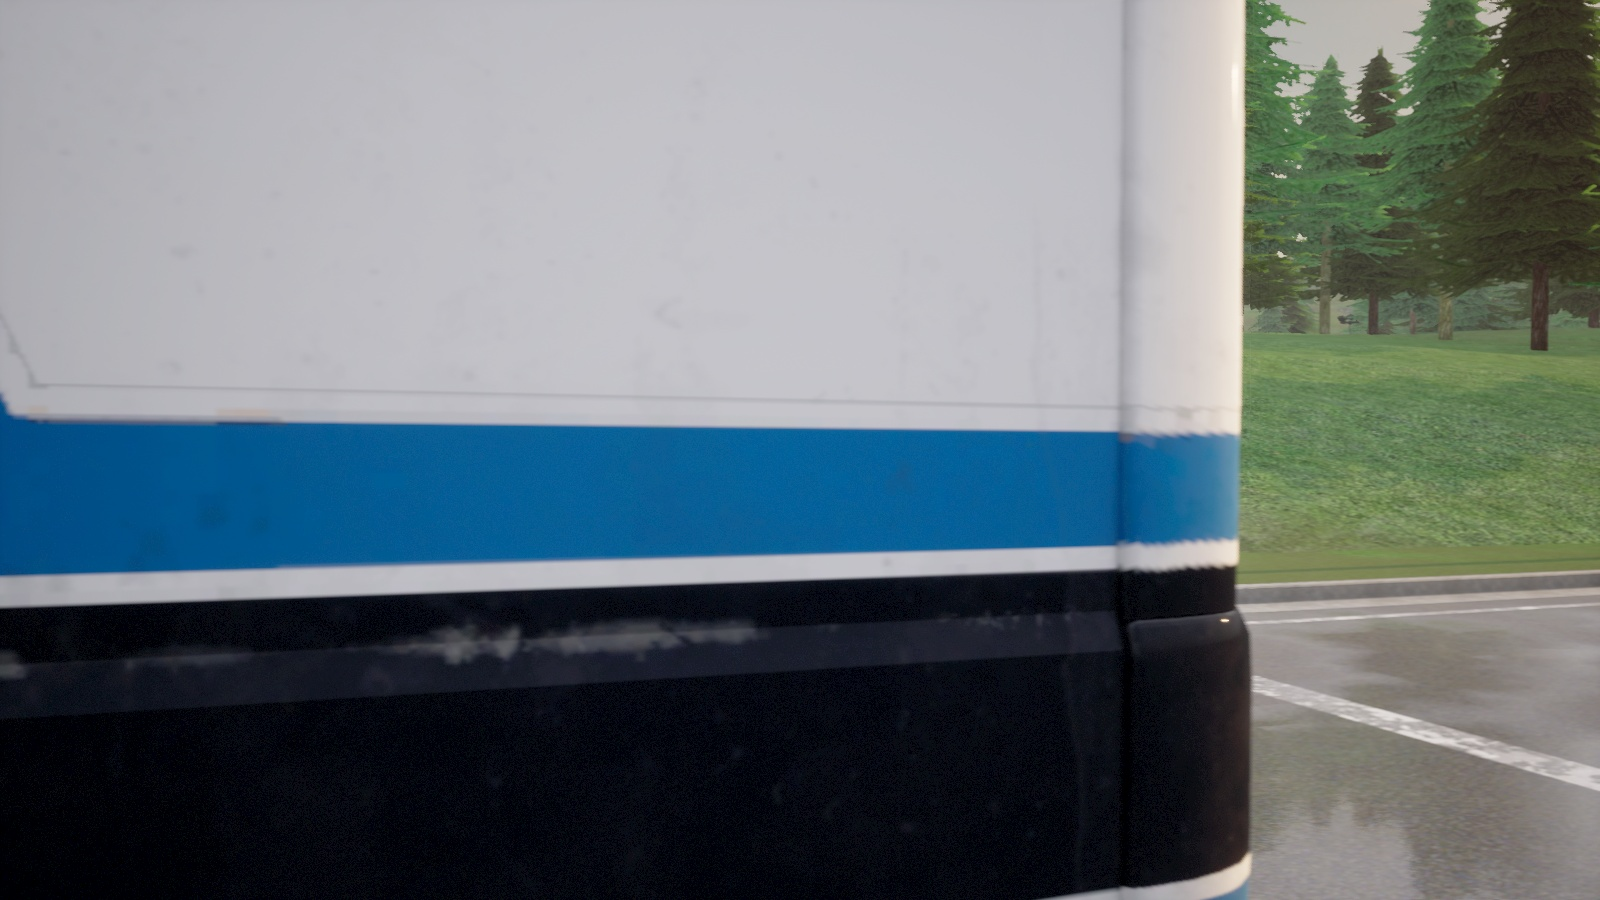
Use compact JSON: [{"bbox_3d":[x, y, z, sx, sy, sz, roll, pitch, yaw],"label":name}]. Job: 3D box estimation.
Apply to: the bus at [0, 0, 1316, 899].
[{"bbox_3d":[-4.964,-0.547,1.338,10.273,4.253,3.944,-1,1,-21],"label":"bus"}]
